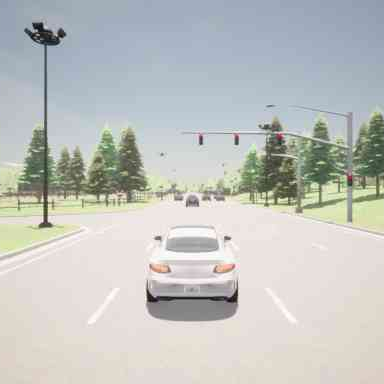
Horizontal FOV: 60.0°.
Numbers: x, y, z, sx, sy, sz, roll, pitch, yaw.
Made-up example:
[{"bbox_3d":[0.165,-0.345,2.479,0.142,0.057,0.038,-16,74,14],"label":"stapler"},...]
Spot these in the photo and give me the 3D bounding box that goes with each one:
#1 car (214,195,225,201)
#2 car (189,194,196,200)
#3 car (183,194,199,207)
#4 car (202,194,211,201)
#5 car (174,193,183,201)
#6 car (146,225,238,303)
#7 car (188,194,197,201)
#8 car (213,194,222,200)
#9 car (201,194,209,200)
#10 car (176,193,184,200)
[{"bbox_3d":[7.119,1.517,82.612,2.128,1.511,4.902,0,0,0],"label":"car"},{"bbox_3d":[0.134,1.332,93.042,1.837,1.490,4.892,0,0,0],"label":"car"},{"bbox_3d":[0.075,1.352,51.979,2.097,1.767,4.553,0,0,0],"label":"car"},{"bbox_3d":[3.620,1.348,83.004,2.097,1.767,4.553,0,0,0],"label":"car"},{"bbox_3d":[-3.380,1.544,83.010,1.994,1.385,4.181,0,0,0],"label":"car"},{"bbox_3d":[0.018,1.526,8.106,1.812,1.442,4.674,0,0,0],"label":"car"},{"bbox_3d":[0.120,1.348,83.009,2.097,1.767,4.553,0,0,0],"label":"car"},{"bbox_3d":[7.134,1.385,93.032,1.994,1.385,4.181,0,0,0],"label":"car"},{"bbox_3d":[3.634,1.372,93.037,2.033,1.411,5.357,0,0,0],"label":"car"},{"bbox_3d":[-3.366,1.187,93.017,2.097,1.767,4.553,0,0,0],"label":"car"}]
